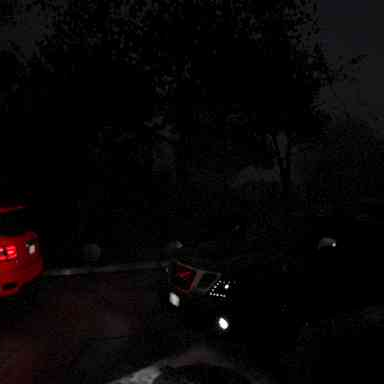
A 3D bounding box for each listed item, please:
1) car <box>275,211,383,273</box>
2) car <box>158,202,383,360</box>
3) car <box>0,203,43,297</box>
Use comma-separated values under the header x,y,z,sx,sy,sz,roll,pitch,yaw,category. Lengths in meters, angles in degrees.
x,y,z,sx,sy,sz,roll,pitch,yaw,category
5.236,1.550,11.639,4.892,1.490,1.837,0,0,-37,car
2.167,1.233,6.214,5.566,2.045,2.150,0,0,-29,car
-5.821,1.225,6.199,5.566,2.045,2.150,0,0,-9,car
